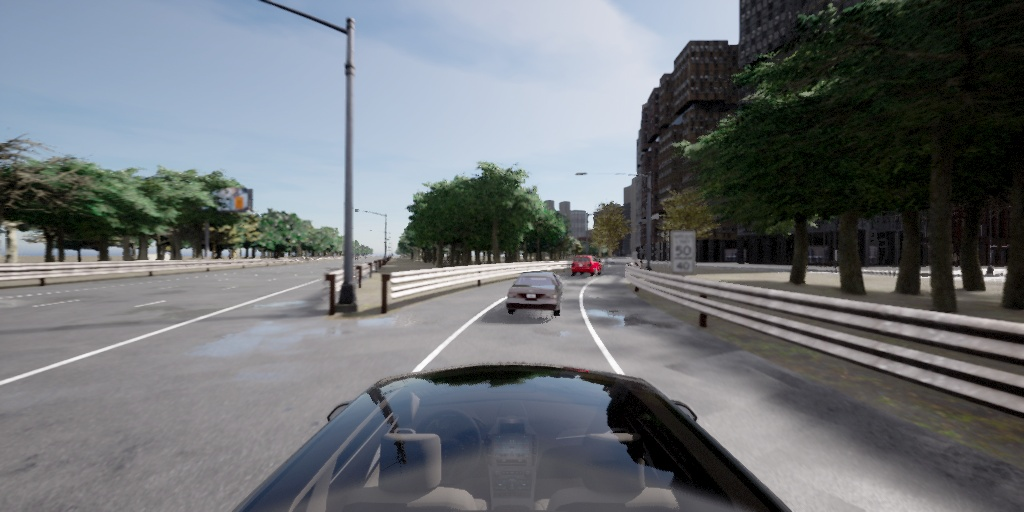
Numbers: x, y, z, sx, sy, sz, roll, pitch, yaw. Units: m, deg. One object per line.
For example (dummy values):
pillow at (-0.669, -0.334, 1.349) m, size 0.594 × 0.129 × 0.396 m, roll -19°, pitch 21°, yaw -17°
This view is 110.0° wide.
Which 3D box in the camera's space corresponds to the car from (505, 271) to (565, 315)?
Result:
car at (0.992, 1.297, 13.713) m, size 2.033 × 1.411 × 5.357 m, roll 0°, pitch 0°, yaw 9°

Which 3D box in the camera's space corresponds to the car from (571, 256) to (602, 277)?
car at (7.550, 1.000, 36.021) m, size 2.150 × 2.045 × 5.566 m, roll 0°, pitch 0°, yaw 24°
